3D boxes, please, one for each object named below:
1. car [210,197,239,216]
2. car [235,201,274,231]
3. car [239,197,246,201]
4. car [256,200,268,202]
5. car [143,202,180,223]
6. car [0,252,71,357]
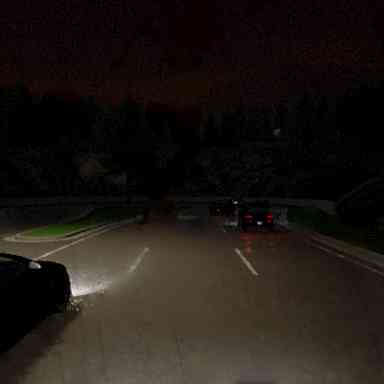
[{"bbox_3d":[3.147,1.517,33.433,1.882,1.535,5.008,0,0,16],"label":"car"},{"bbox_3d":[3.924,1.550,20.818,1.812,1.442,4.674,0,0,4],"label":"car"},{"bbox_3d":[5.882,1.404,43.579,2.097,1.767,4.553,0,0,14],"label":"car"},{"bbox_3d":[7.764,1.591,37.104,2.033,1.411,5.357,0,0,17],"label":"car"},{"bbox_3d":[-2.315,1.509,26.301,1.882,1.535,5.008,0,0,11],"label":"car"},{"bbox_3d":[-3.400,1.569,4.985,1.994,1.385,4.181,0,0,0],"label":"car"}]
